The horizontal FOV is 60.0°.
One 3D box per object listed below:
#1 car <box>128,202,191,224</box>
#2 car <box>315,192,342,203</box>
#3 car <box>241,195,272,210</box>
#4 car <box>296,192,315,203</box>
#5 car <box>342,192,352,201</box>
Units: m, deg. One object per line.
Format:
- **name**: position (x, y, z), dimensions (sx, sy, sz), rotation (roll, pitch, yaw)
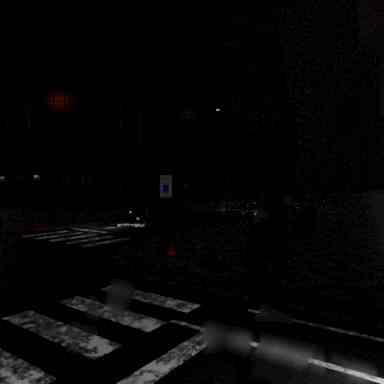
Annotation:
- **car**: position (-2.119, 1.333, 22.632), dimensions (1.895, 1.301, 4.718), rotation (0, 1, 36)
- **car**: position (19.549, 0.813, 47.447), dimensions (1.837, 1.490, 4.892), rotation (0, 1, 36)
- **car**: position (6.928, 1.049, 35.288), dimensions (1.812, 1.442, 4.674), rotation (0, 1, 36)
- **car**: position (17.020, 0.773, 49.260), dimensions (1.882, 1.535, 5.008), rotation (0, 1, 36)
- **car**: position (25.433, 0.652, 55.675), dimensions (1.882, 1.535, 5.008), rotation (0, 1, 36)
